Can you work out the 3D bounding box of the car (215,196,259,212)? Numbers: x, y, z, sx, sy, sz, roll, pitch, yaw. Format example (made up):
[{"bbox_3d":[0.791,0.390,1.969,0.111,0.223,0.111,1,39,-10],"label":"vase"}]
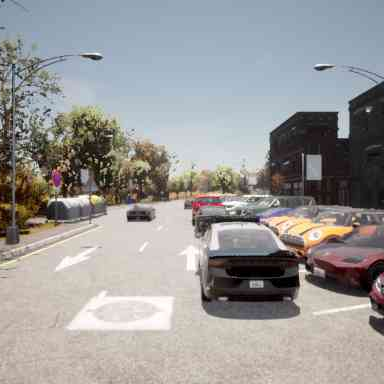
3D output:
[{"bbox_3d":[5.205,1.424,38.676,4.553,1.767,2.185,1,0,-20],"label":"car"}]

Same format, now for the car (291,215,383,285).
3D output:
[{"bbox_3d":[5.250,1.518,8.648,4.792,1.488,2.163,1,0,-20],"label":"car"}]

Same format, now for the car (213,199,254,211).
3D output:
[{"bbox_3d":[5.232,1.601,41.684,4.674,1.452,2.002,1,0,-20],"label":"car"}]

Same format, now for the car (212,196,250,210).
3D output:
[{"bbox_3d":[5.258,1.447,44.693,4.553,1.767,2.185,1,0,-20],"label":"car"}]

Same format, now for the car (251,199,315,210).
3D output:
[{"bbox_3d":[5.298,1.369,14.669,4.553,1.767,2.185,1,0,-20],"label":"car"}]

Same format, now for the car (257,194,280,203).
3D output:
[{"bbox_3d":[18.074,1.463,78.777,2.435,2.045,5.566,0,0,-22],"label":"car"}]

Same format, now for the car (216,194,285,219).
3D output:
[{"bbox_3d":[5.225,1.271,29.661,5.566,2.045,2.435,1,0,-20],"label":"car"}]

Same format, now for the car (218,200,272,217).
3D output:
[{"bbox_3d":[5.219,1.560,32.660,4.792,1.488,2.163,1,0,-20],"label":"car"}]

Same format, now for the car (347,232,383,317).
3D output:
[{"bbox_3d":[5.289,1.527,5.656,4.674,1.452,2.002,1,0,-20],"label":"car"}]

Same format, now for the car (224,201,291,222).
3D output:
[{"bbox_3d":[5.222,1.544,26.659,4.792,1.488,2.163,1,0,-20],"label":"car"}]

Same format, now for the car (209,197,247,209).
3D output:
[{"bbox_3d":[5.209,1.583,47.696,5.008,1.535,2.097,1,-1,-20],"label":"car"}]

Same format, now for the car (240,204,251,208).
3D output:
[{"bbox_3d":[5.257,1.538,17.666,4.674,1.452,2.002,1,0,-20],"label":"car"}]

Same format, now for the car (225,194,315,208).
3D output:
[{"bbox_3d":[5.247,1.251,20.644,5.566,2.045,2.435,1,0,-20],"label":"car"}]

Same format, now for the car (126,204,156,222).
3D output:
[{"bbox_3d":[-4.043,1.631,26.900,1.895,1.301,4.718,0,0,0],"label":"car"}]

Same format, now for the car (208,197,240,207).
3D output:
[{"bbox_3d":[5.200,1.647,53.698,4.674,1.452,2.002,1,0,-20],"label":"car"}]

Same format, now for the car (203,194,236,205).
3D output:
[{"bbox_3d":[5.171,1.391,62.734,5.566,2.045,2.435,1,0,-20],"label":"car"}]

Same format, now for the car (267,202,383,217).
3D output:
[{"bbox_3d":[5.303,1.366,11.668,4.553,1.767,2.185,1,0,-20],"label":"car"}]

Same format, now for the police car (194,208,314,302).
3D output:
[{"bbox_3d":[1.133,1.428,8.469,1.930,1.638,5.238,0,0,0],"label":"police car"}]

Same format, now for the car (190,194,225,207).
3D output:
[{"bbox_3d":[1.097,1.250,24.390,2.150,2.045,5.566,0,0,0],"label":"car"}]

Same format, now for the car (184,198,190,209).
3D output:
[{"bbox_3d":[-0.129,1.586,46.917,2.128,1.511,4.902,0,0,0],"label":"car"}]

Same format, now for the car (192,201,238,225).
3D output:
[{"bbox_3d":[1.108,1.491,18.359,1.882,1.535,5.008,0,0,0],"label":"car"}]

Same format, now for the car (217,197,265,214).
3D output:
[{"bbox_3d":[5.209,1.414,35.675,4.553,1.767,2.185,1,0,-20],"label":"car"}]

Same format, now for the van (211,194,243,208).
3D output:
[{"bbox_3d":[5.318,1.371,50.742,4.442,1.987,1.878,1,-1,-20],"label":"van"}]

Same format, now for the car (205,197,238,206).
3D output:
[{"bbox_3d":[5.006,1.613,56.639,5.366,1.575,1.946,1,0,-20],"label":"car"}]
